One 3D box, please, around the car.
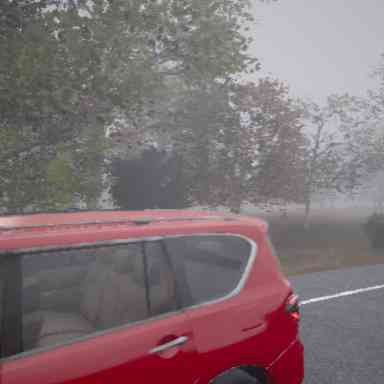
[{"bbox_3d":[-1.574,1.201,2.378,5.566,2.045,2.150,0,0,-34],"label":"car"}]
